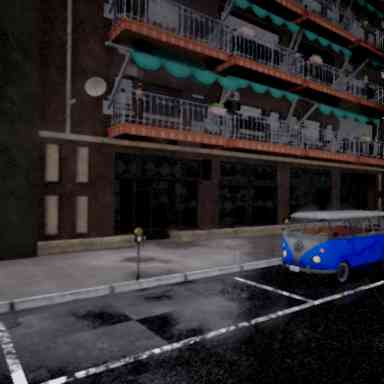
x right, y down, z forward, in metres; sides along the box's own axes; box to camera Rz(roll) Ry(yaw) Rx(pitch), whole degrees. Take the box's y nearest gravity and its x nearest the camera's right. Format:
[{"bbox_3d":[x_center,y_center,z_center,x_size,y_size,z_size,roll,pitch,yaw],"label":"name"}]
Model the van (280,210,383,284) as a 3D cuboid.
[{"bbox_3d":[4.308,1.435,9.629,3.998,1.788,1.690,1,0,-35],"label":"van"}]
